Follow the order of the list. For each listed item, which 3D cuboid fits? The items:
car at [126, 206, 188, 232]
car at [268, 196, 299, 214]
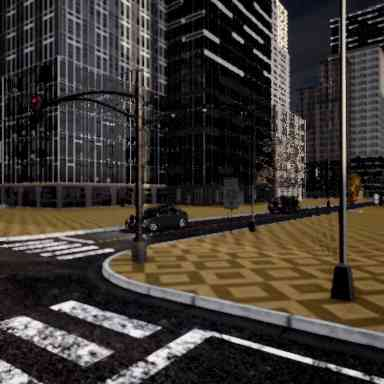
[{"bbox_3d":[-2.196,1.695,21.986,1.837,1.490,4.892,0,0,37],"label":"car"},{"bbox_3d":[11.033,1.506,39.772,2.150,2.045,5.566,0,0,37],"label":"car"}]
